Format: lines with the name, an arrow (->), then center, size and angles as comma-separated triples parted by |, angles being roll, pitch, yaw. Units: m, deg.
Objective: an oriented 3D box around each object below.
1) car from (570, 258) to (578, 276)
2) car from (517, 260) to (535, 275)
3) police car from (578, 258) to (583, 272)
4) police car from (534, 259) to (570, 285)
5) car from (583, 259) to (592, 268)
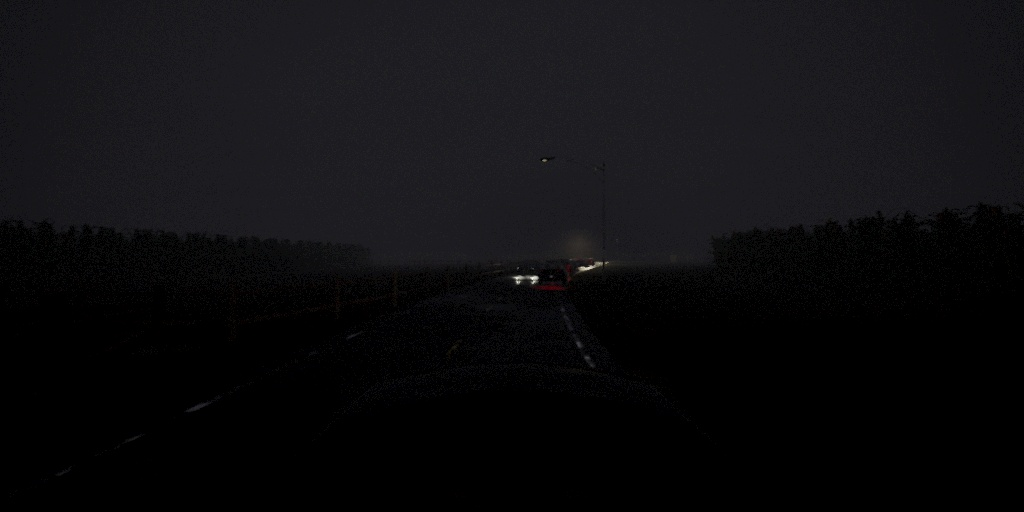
car -> 5.079, 1.056, 35.810 | 2.097, 1.767, 4.553 | 0, 0, 14
car -> 1.845, 1.166, 37.556 | 1.882, 1.535, 5.008 | 0, 0, 15
police car -> 6.666, 1.119, 41.648 | 1.930, 1.638, 5.238 | 0, 0, 16
police car -> 3.051, 1.149, 26.317 | 1.930, 1.638, 5.238 | 0, 0, 10
car -> 11.586, 1.221, 59.571 | 1.994, 1.385, 4.181 | 0, 0, 18
